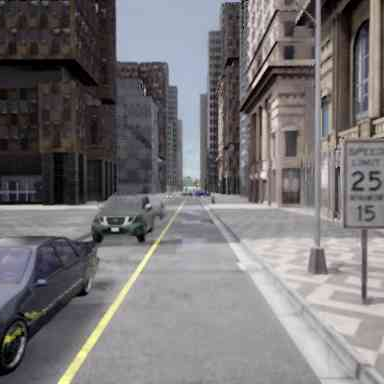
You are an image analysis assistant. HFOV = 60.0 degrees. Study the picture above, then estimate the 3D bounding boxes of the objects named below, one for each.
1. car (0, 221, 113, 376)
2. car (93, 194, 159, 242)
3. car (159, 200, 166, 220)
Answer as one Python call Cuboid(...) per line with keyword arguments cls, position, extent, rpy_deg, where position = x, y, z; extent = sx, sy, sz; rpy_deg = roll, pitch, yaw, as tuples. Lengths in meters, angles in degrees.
Cuboid(cls="car", position=(-3.095, 1.522, 5.788), extent=(2.033, 1.411, 5.357), rpy_deg=(0, 0, 0))
Cuboid(cls="car", position=(-3.085, 1.119, 16.004), extent=(2.150, 2.045, 5.566), rpy_deg=(0, 0, 0))
Cuboid(cls="car", position=(-3.062, 1.345, 26.338), extent=(1.812, 1.442, 4.674), rpy_deg=(0, 0, 0))
